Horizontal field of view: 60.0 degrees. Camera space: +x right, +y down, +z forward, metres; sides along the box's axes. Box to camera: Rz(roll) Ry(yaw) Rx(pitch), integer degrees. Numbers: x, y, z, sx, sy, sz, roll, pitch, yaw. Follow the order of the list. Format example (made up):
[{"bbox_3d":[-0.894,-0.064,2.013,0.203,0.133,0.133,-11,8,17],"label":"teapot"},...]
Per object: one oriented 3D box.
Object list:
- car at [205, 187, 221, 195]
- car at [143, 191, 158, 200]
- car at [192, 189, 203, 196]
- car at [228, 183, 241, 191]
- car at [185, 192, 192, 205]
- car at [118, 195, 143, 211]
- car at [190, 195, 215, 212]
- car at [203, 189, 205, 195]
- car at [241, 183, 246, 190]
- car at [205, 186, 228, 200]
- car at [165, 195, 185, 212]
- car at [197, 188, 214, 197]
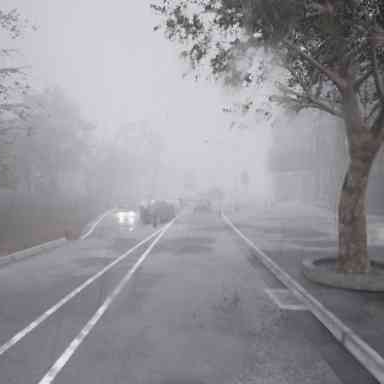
[{"bbox_3d":[4.617,-0.204,72.417,2.097,1.535,5.008,0,3,18],"label":"car"},{"bbox_3d":[-6.999,0.504,55.335,1.812,1.442,4.674,0,2,5],"label":"car"},{"bbox_3d":[-0.028,0.713,54.780,2.002,1.452,4.674,-1,2,12],"label":"car"},{"bbox_3d":[10.341,-0.949,87.383,2.231,1.521,4.892,-3,2,25],"label":"car"},{"bbox_3d":[-1.823,1.136,44.408,2.097,1.535,5.008,1,3,10],"label":"car"},{"bbox_3d":[-7.076,1.210,37.081,2.128,1.511,4.902,0,2,-4],"label":"car"},{"bbox_3d":[1.267,1.473,38.216,2.033,1.411,5.357,0,2,5],"label":"car"},{"bbox_3d":[1.334,0.385,60.854,2.097,1.535,5.008,0,3,14],"label":"car"},{"bbox_3d":[12.721,-1.209,92.436,2.231,1.521,4.892,-3,2,26],"label":"car"},{"bbox_3d":[4.299,0.235,57.176,2.150,2.045,5.566,0,3,13],"label":"car"},{"bbox_3d":[-2.371,1.473,38.298,2.002,1.452,4.674,-2,2,4],"label":"car"},{"bbox_3d":[2.761,0.099,66.376,2.231,1.521,4.892,0,3,17],"label":"car"}]
